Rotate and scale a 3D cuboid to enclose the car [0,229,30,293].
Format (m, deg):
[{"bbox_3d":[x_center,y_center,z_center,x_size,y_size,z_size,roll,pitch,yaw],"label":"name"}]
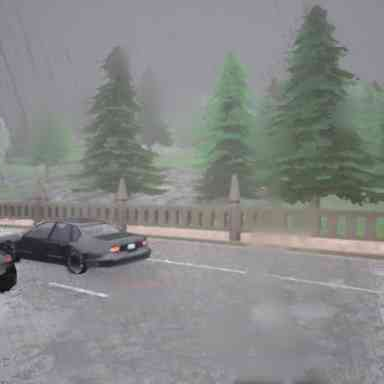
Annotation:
[{"bbox_3d":[-5.863,1.550,7.414,4.181,1.385,1.994,0,0,31],"label":"car"}]

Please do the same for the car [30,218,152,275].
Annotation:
[{"bbox_3d":[-3.817,1.523,10.313,5.357,1.411,2.033,0,0,30],"label":"car"}]
